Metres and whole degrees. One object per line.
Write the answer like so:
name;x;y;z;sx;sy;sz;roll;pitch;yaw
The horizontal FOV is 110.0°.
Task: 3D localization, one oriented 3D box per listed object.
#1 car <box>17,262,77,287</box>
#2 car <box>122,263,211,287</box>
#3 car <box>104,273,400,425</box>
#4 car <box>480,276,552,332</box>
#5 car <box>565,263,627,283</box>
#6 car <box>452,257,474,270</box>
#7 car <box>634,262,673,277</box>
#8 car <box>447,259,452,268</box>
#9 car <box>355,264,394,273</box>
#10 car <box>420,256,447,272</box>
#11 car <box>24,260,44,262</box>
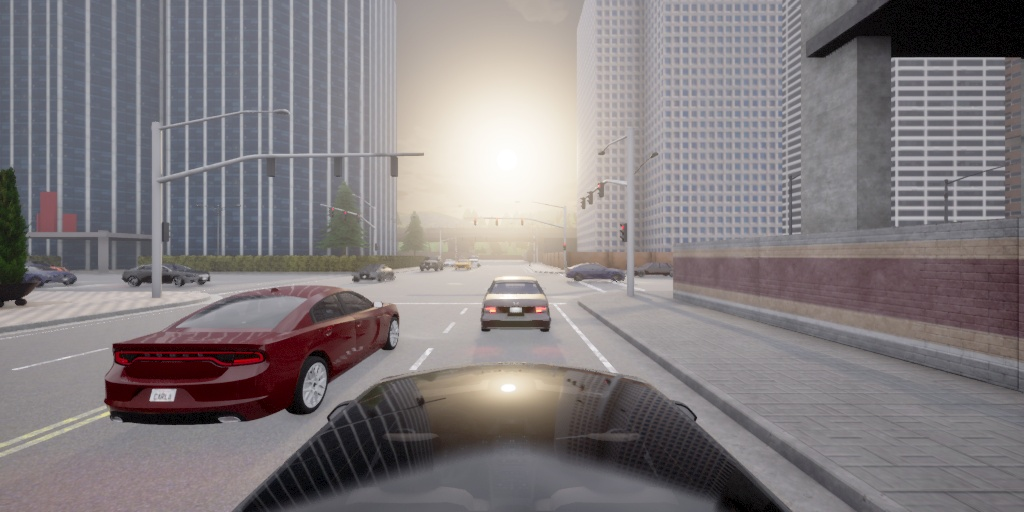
car;-31.876;1.276;23.710;4.674;1.442;1.812;0;0;0
car;-22.785;1.241;23.758;4.902;1.511;2.128;0;0;1
car;-3.439;1.228;6.030;1.882;1.535;5.008;0;0;0
car;0.092;1.297;10.842;2.033;1.411;5.357;0;0;0
car;6.446;1.276;27.852;4.674;1.442;1.812;0;0;7
car;-7.048;1.227;52.046;1.882;1.535;5.008;0;0;0
car;13.922;1.297;34.818;5.357;1.411;2.033;0;0;0
car;-10.524;1.275;59.761;1.812;1.442;4.674;0;0;0
car;-10.576;1.314;27.669;1.994;1.385;4.181;0;0;0
car;-10.556;0.972;47.441;2.150;2.045;5.566;0;0;0
car;-36.538;1.102;27.176;4.553;1.767;2.097;0;0;0
